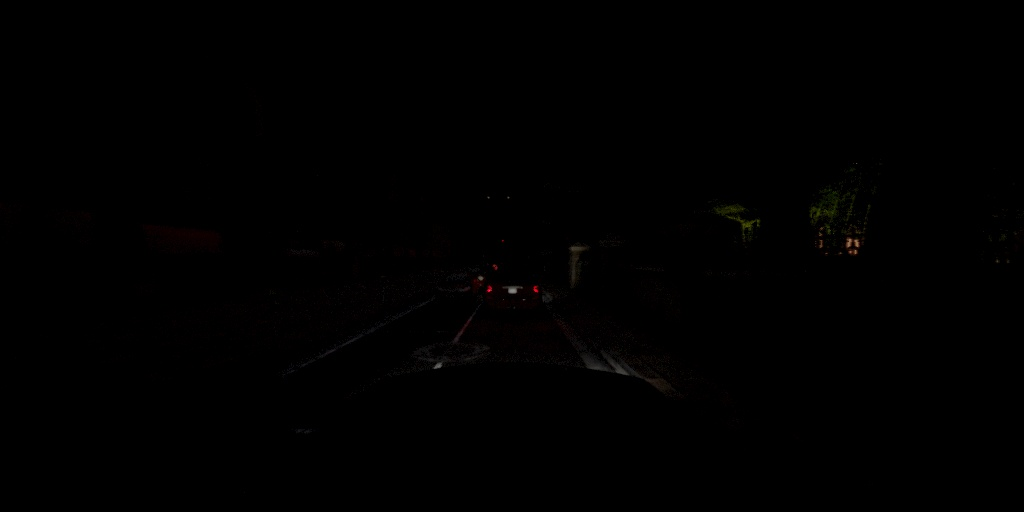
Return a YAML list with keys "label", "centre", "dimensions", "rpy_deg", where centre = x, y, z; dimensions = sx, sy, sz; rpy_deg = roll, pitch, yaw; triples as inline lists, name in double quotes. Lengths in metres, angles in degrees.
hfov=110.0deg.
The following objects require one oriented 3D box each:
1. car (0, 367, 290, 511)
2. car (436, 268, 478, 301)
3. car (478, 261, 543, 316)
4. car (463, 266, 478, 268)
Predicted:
- label: "car"
  centre: [-2.638, 1.289, 1.021]
  dimensions: [1.888, 1.381, 4.507]
  rpy_deg: [0, 0, 0]
- label: "car"
  centre: [-2.637, 1.470, 18.047]
  dimensions: [1.802, 1.307, 4.207]
  rpy_deg: [0, 0, 0]
- label: "car"
  centre: [0.042, 1.206, 14.135]
  dimensions: [2.097, 1.767, 4.553]
  rpy_deg: [0, -1, 1]
- label: "car"
  centre: [-2.637, 1.376, 23.722]
  dimensions: [1.967, 1.591, 4.097]
  rpy_deg: [0, 0, 0]
